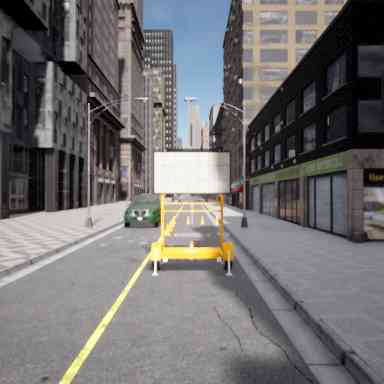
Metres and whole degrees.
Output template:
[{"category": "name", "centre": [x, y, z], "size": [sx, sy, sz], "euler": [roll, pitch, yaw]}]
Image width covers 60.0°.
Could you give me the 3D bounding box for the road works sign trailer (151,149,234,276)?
[{"category": "road works sign trailer", "centre": [0.007, 0.466, 10.360], "size": [2.380, 3.560, 2.880], "euler": [0, 0, 0]}]

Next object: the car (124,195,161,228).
[{"category": "car", "centre": [-3.097, 1.231, 22.538], "size": [2.150, 2.045, 5.566], "euler": [0, 0, 0]}]

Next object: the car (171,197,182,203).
[{"category": "car", "centre": [-3.029, 1.624, 64.450], "size": [1.812, 1.442, 4.674], "euler": [0, 0, 1]}]
